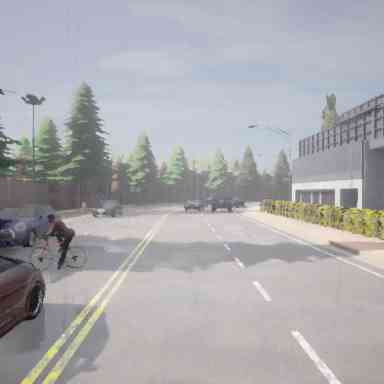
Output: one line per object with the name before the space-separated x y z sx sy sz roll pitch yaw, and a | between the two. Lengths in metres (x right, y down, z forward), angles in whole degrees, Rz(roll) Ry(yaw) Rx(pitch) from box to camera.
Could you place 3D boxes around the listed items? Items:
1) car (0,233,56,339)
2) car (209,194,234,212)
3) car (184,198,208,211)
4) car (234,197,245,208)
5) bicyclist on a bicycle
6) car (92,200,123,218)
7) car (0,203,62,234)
car | -3.679 1.563 4.499 1.994 1.385 4.181 0 0 -1
car | 3.465 1.221 38.142 2.150 2.045 5.566 0 0 7
car | 0.362 1.601 40.361 1.895 1.301 4.718 0 0 10
car | 6.245 1.491 48.136 2.128 1.511 4.902 0 0 25
bicyclist on a bicycle | -3.889 1.454 9.618 1.656 1.620 0.582 -1 0 -1
car | -7.653 1.492 30.480 2.128 1.511 4.902 0 0 1
car | -7.431 1.354 14.653 2.097 1.767 4.553 0 0 -1
